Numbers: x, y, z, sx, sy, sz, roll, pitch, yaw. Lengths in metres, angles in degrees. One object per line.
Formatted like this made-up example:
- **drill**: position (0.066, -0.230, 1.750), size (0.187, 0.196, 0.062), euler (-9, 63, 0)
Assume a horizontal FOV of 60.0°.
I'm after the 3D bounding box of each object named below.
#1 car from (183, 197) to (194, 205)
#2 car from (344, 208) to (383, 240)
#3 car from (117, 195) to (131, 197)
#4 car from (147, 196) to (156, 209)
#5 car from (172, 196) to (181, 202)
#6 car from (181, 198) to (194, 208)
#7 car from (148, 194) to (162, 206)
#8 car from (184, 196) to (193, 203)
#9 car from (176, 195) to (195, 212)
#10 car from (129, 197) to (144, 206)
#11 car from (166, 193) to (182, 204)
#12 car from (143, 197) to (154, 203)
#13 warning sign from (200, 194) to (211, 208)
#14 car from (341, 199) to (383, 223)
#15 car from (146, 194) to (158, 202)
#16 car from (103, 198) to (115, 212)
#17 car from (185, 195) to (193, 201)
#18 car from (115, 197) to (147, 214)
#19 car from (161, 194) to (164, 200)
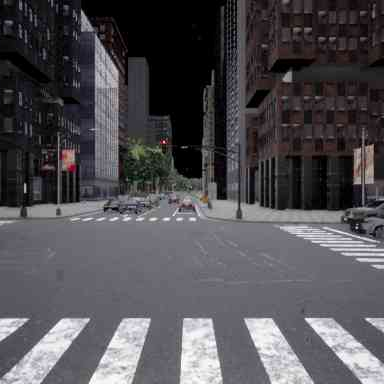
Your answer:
- **car**: position (-0.693, 1.603, 60.760), size (1.887, 1.381, 4.507), euler (0, 0, 0)
- **car**: position (10.780, 1.742, 17.735), size (4.181, 1.385, 1.994), euler (1, 0, 0)
- **car**: position (-9.128, 1.335, 44.443), size (2.192, 1.841, 5.009), euler (0, 0, 0)
- **car**: position (-6.474, 1.586, 45.448), size (1.994, 1.385, 4.181), euler (0, 0, -1)
- **car**: position (-3.535, 1.583, 75.638), size (1.812, 1.442, 4.674), euler (0, 0, 0)
- **car**: position (-0.632, 1.614, 49.910), size (1.802, 1.307, 4.206), euler (0, 0, 0)
- **car**: position (-6.510, 1.551, 55.642), size (1.837, 1.490, 4.892), euler (0, 0, 0)
- **car**: position (-0.754, 1.612, 71.780), size (1.752, 1.417, 4.829), euler (0, 0, 0)
- **car**: position (-0.572, 1.448, 39.061), size (1.967, 1.590, 4.097), euler (0, 0, 0)
- **car**: position (-9.186, 1.570, 55.124), size (1.752, 1.417, 4.829), euler (0, 0, 0)
- **car**: position (-3.480, 1.423, 65.600), size (2.097, 1.767, 4.553), euler (0, 0, 0)
- **car**: position (-9.278, 1.668, 71.572), size (1.802, 1.307, 4.206), euler (0, 0, 0)
- **warning sign**: position (1.719, 1.132, 42.744), size (1.300, 1.860, 1.060), euler (0, 0, 0)
- **car**: position (12.503, 1.423, 21.027), size (5.566, 2.045, 2.150), euler (1, 0, 1)
- **car**: position (-9.309, 1.417, 76.998), size (2.192, 1.841, 5.009), euler (0, 0, 0)
- **car**: position (-9.097, 1.574, 39.016), size (1.947, 1.339, 4.313), euler (0, 0, 0)
- **car**: position (-0.844, 1.574, 87.885), size (1.967, 1.590, 4.097), euler (0, 0, 0)
- **car**: position (-6.421, 1.548, 35.494), size (2.033, 1.411, 5.357), euler (0, 0, -1)
- **car**: position (-9.370, 1.449, 87.850), size (2.192, 1.841, 5.009), euler (0, 0, 0)
